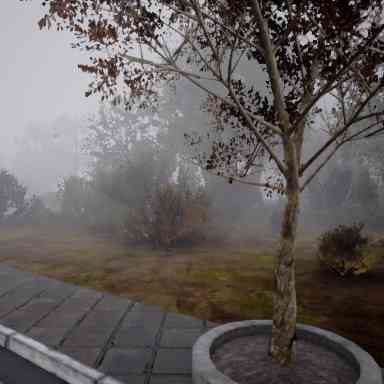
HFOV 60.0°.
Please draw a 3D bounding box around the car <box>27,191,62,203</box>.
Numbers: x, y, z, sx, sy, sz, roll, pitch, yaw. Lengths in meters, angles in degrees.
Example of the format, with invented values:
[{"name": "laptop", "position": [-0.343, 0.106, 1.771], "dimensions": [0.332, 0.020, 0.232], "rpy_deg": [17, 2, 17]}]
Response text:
[{"name": "car", "position": [-18.391, 0.939, 41.852], "dimensions": [2.150, 2.045, 5.566], "rpy_deg": [1, 0, 32]}]
